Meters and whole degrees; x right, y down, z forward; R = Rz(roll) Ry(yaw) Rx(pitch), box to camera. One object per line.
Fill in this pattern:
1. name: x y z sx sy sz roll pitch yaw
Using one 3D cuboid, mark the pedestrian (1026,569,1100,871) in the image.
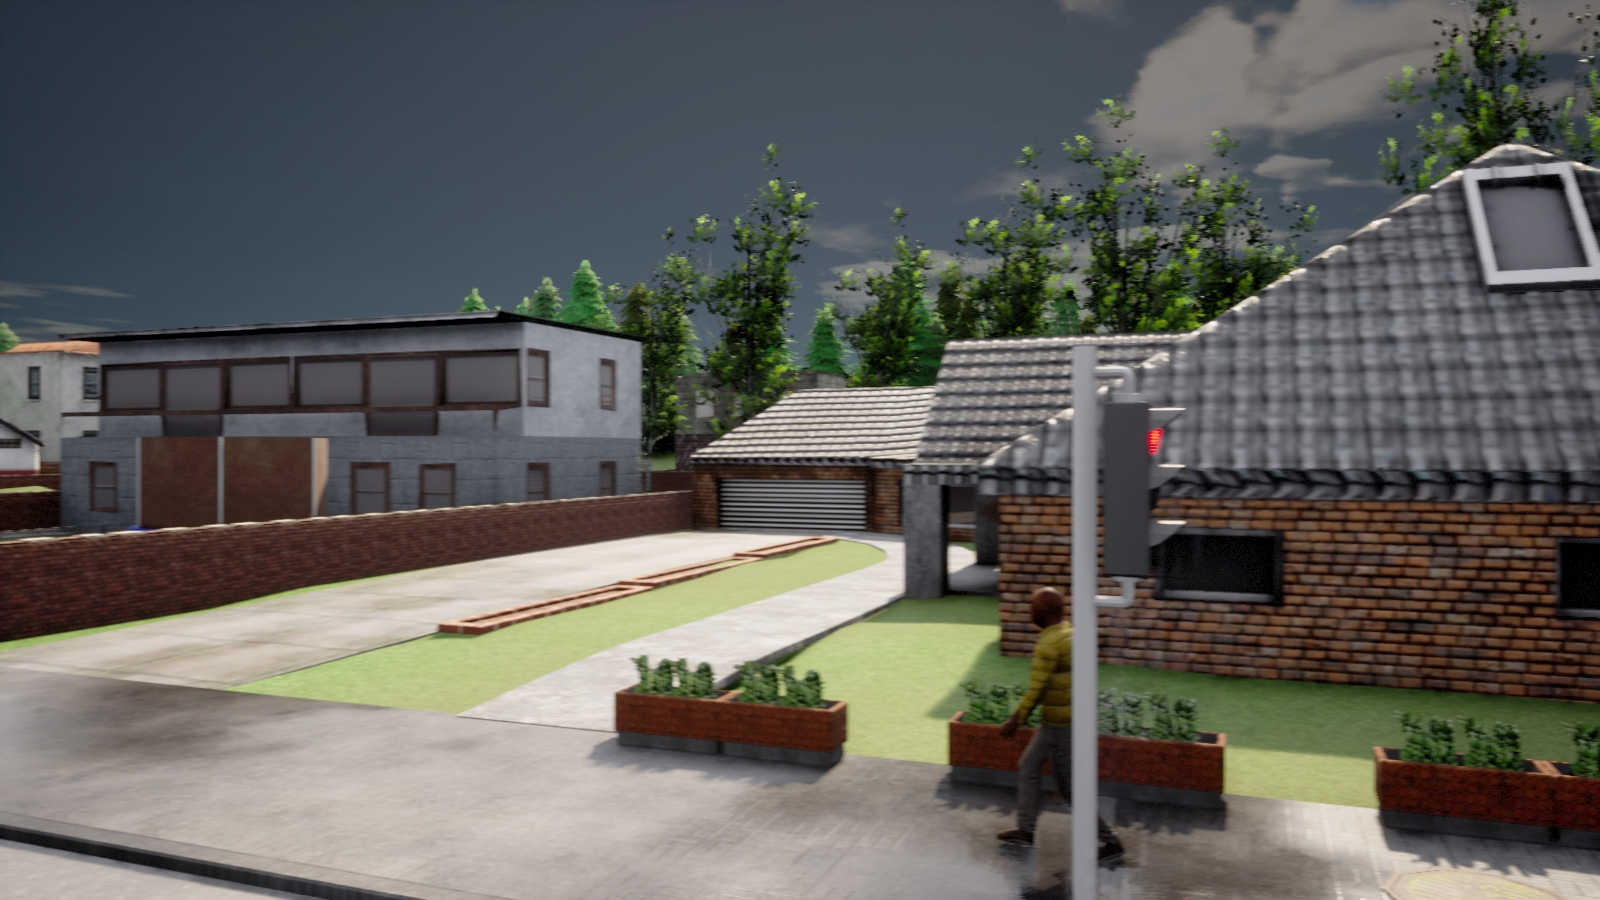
1. pedestrian: 1.727 1.740 7.504 0.375 1.860 0.375 0 0 32
